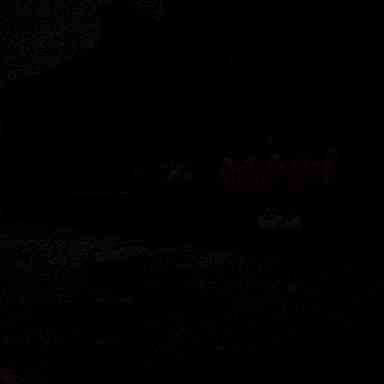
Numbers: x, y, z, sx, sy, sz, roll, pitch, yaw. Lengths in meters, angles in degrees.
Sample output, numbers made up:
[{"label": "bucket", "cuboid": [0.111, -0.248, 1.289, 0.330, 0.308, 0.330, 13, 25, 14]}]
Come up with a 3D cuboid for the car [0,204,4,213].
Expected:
[{"label": "car", "cuboid": [-23.050, 1.998, 42.170, 1.887, 1.381, 4.507, -1, 0, 36]}]

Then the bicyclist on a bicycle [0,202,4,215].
[{"label": "bicyclist on a bicycle", "cuboid": [-20.736, 1.702, 35.706, 1.656, 1.620, 0.582, -1, -1, 36]}]
